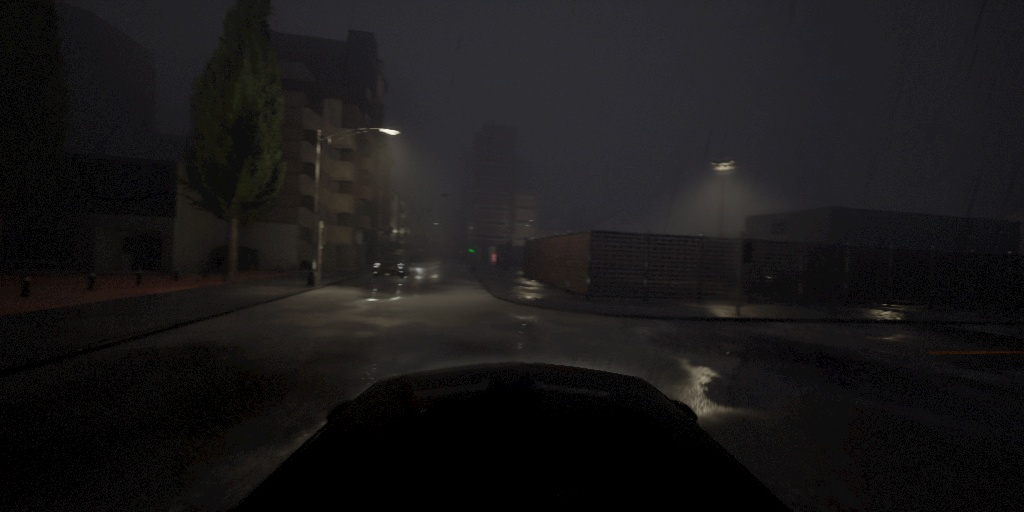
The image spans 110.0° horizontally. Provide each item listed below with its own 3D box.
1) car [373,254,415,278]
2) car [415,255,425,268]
[{"bbox_3d":[-8.646,0.619,26.125,2.097,1.767,4.553,2,0,-9],"label":"car"},{"bbox_3d":[-11.460,0.581,42.698,1.837,1.490,4.892,2,0,-9],"label":"car"}]
